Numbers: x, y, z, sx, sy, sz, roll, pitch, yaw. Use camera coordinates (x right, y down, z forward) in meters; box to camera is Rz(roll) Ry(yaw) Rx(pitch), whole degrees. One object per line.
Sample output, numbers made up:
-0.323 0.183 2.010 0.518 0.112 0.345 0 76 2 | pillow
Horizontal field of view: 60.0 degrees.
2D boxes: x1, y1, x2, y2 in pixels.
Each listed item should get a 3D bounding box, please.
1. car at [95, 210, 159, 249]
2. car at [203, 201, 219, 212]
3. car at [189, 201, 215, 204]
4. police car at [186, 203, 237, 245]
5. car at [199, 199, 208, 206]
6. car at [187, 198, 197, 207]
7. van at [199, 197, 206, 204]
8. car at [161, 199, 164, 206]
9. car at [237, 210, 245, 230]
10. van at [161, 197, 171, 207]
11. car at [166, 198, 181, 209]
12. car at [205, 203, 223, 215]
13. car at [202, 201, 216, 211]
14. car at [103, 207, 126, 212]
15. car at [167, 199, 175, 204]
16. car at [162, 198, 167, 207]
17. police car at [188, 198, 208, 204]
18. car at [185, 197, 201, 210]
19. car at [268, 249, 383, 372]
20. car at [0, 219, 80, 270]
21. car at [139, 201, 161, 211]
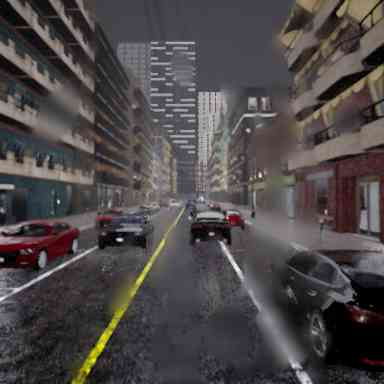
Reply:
-2.847 1.708 15.108 1.994 1.385 4.181 0 -1 0 | car
2.577 1.994 45.594 1.887 1.381 4.507 1 -1 0 | car
0.828 1.761 26.449 1.837 1.490 4.892 0 -1 0 | car
0.827 1.584 16.559 1.930 1.638 5.238 0 -1 0 | police car
2.579 2.333 74.039 1.802 1.307 4.206 0 -1 0 | car
0.007 2.025 67.473 2.097 1.767 4.553 0 -1 0 | car
2.582 2.222 85.420 1.690 1.788 3.998 0 -1 0 | van
-5.303 1.973 45.414 1.752 1.417 4.829 1 -1 0 | car
2.575 1.801 22.835 1.802 1.307 4.206 1 -1 0 | car
-5.299 2.030 68.343 1.690 1.788 3.998 1 -1 0 | van
-2.810 2.076 55.403 1.812 1.442 4.674 0 -1 0 | car
2.576 1.973 39.904 1.802 1.307 4.206 1 -1 0 | car
2.578 2.052 51.283 1.887 1.381 4.507 1 -1 0 | car
-5.305 1.764 22.824 1.887 1.381 4.507 1 -1 0 | car
-5.300 2.425 85.409 1.887 1.381 4.507 0 -1 0 | car
-5.302 2.172 62.652 1.887 1.381 4.507 1 -1 0 | car
0.829 1.742 32.558 1.930 1.638 5.238 0 -1 0 | police car
0.006 1.872 52.473 2.097 1.767 4.553 0 -1 0 | car
2.574 1.621 5.768 1.947 1.339 4.313 1 -1 0 | car
-5.306 1.654 11.446 1.887 1.381 4.507 1 -1 0 | car
-5.304 1.942 39.894 2.008 1.369 4.403 1 -1 0 | car
